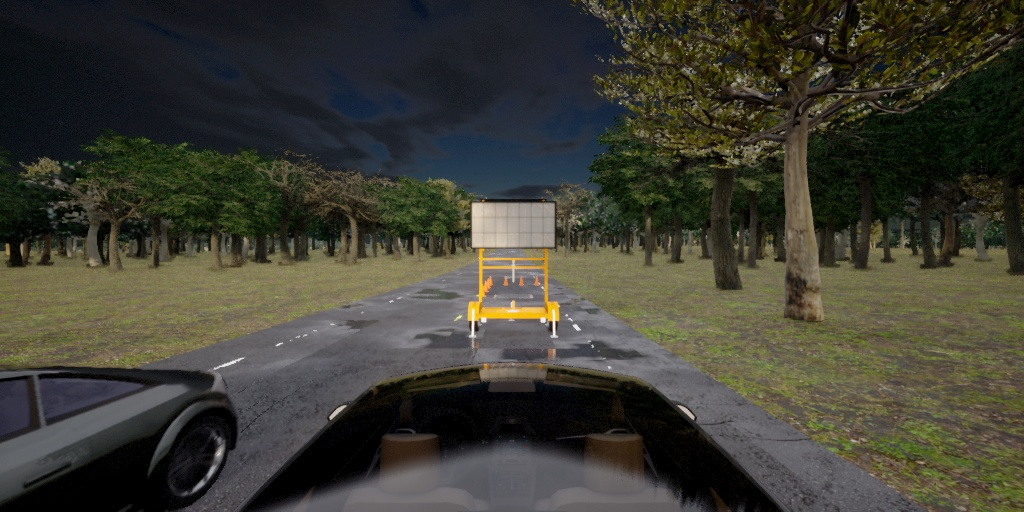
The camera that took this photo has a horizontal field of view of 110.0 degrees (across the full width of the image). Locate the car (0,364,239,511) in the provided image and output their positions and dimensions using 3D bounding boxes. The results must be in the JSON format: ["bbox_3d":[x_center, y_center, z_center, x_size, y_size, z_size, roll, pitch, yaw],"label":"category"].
[{"bbox_3d":[-3.494,1.314,1.536,1.994,1.385,4.181,0,0,0],"label":"car"}]

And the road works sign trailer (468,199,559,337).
[{"bbox_3d":[0.042,0.198,10.177,2.380,3.560,2.880,0,0,0],"label":"road works sign trailer"}]
